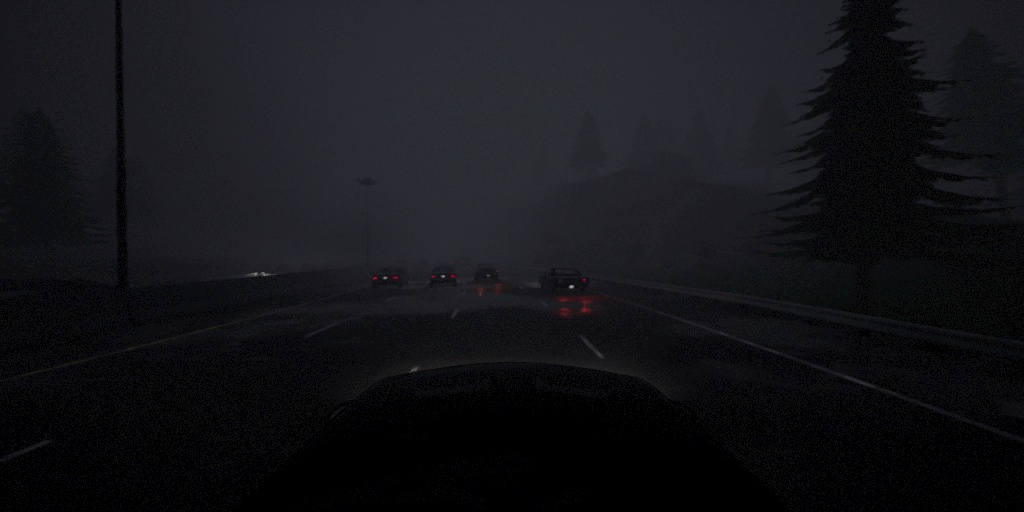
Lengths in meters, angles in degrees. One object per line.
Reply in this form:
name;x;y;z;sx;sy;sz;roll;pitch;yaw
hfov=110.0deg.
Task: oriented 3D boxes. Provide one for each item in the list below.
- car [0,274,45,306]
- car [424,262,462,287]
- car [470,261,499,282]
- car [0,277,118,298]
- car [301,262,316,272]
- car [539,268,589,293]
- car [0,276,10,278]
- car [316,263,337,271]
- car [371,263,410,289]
car;-25.336;1.685;16.539;1.812;1.442;4.674;-1;0;-6
car;-4.870;1.381;25.601;2.033;1.411;5.357;-1;0;-10
car;-2.214;1.317;29.629;1.812;1.442;4.674;-1;0;-10
car;-18.107;1.608;14.182;1.994;1.385;4.181;-1;0;-5
car;-31.603;1.768;55.952;2.128;1.511;4.902;-1;0;-21
car;2.815;1.310;20.723;1.895;1.301;4.718;-1;0;-7
car;-21.723;1.649;15.820;2.033;1.411;5.357;-1;0;-5
car;-25.760;1.699;50.354;1.812;1.442;4.674;-1;0;-19
car;-8.324;1.436;24.863;2.033;1.411;5.357;-1;0;-9
